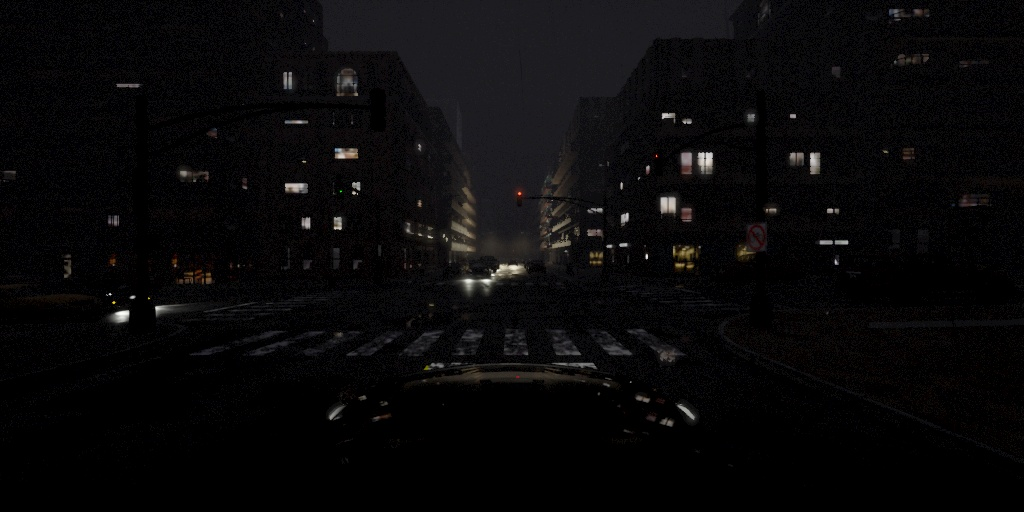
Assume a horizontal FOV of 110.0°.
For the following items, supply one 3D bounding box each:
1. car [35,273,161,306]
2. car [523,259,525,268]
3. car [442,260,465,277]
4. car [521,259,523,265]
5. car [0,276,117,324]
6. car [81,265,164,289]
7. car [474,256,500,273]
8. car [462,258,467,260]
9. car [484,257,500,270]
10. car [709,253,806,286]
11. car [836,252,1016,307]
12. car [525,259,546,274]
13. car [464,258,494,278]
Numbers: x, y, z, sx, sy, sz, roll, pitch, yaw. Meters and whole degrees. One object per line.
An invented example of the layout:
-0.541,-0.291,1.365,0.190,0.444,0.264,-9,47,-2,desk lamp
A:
-18.288,1.627,15.388,4.181,1.385,1.994,-1,0,0,car
2.801,1.200,46.446,1.967,1.591,4.097,0,0,0,car
-5.608,1.322,35.099,1.948,1.339,4.313,0,0,0,car
2.829,1.348,57.811,1.802,1.307,4.207,0,0,0,car
-17.603,1.585,12.803,4.829,1.417,1.751,0,0,0,car
-23.551,1.462,21.114,5.009,1.841,2.192,0,0,0,car
-2.995,0.981,44.065,2.150,2.045,5.566,0,0,0,car
-5.594,1.283,40.612,1.751,1.417,4.829,0,0,0,car
-2.955,1.116,54.397,2.097,1.767,4.553,0,0,0,car
14.624,0.759,21.385,5.009,1.841,2.192,0,0,0,car
14.738,0.775,13.006,5.009,1.841,2.192,0,0,0,car
2.786,1.198,40.763,1.967,1.591,4.097,0,0,0,car
-3.022,1.233,34.083,1.882,1.535,5.008,0,0,0,car
